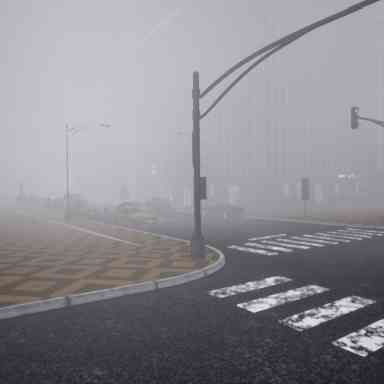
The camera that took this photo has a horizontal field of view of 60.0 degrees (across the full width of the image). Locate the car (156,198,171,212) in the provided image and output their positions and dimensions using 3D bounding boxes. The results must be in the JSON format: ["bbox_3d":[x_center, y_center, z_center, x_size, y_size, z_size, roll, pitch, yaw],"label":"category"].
[{"bbox_3d":[-4.033,1.329,36.696,1.967,1.590,4.097,-1,1,-36],"label":"car"}]

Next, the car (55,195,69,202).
[{"bbox_3d":[-26.745,1.408,68.274,1.802,1.307,4.206,-1,1,-36],"label":"car"}]

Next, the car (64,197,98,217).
[{"bbox_3d":[-10.432,1.533,31.899,1.752,1.417,4.829,-1,1,-36],"label":"car"}]

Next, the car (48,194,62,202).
[{"bbox_3d":[-29.984,1.256,72.789,1.967,1.590,4.097,-1,1,-36],"label":"car"}]

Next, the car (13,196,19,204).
[{"bbox_3d":[-33.149,1.494,63.682,2.008,1.369,4.403,-1,1,-36],"label":"car"}]

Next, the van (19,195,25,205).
[{"bbox_3d":[-26.675,1.303,54.648,1.690,1.788,3.998,-1,1,-36],"label":"van"}]

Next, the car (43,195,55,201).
[{"bbox_3d":[-33.321,1.332,77.443,1.752,1.417,4.829,-1,1,-36],"label":"car"}]

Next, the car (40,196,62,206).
[{"bbox_3d":[-22.847,1.401,53.715,2.033,1.411,5.357,-1,1,-36],"label":"car"}]

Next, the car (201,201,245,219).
[{"bbox_3d":[2.503,1.455,27.705,2.008,1.369,4.403,-1,1,-36],"label":"car"}]

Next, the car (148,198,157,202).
[{"bbox_3d":[-5.208,1.512,29.119,1.812,1.442,4.674,-1,1,-36],"label":"car"}]

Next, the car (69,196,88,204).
[{"bbox_3d":[-20.269,1.389,59.242,1.887,1.381,4.507,-1,1,-36],"label":"car"}]

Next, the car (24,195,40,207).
[{"bbox_3d":[-23.435,1.411,50.133,1.967,1.590,4.097,-1,1,-36],"label":"car"}]

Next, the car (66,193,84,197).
[{"bbox_3d":[-14.983,1.154,42.737,2.150,2.045,5.566,-1,1,-36],"label":"car"}]

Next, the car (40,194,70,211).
[{"bbox_3d":[-16.959,1.429,41.101,1.967,1.590,4.097,-1,1,-36],"label":"car"}]

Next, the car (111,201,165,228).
[{"bbox_3d":[-4.012,1.552,22.824,1.752,1.417,4.829,-1,1,-36],"label":"car"}]

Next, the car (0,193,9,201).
[{"bbox_3d":[-46.102,1.450,81.746,1.887,1.381,4.507,-1,1,-36],"label":"car"}]
